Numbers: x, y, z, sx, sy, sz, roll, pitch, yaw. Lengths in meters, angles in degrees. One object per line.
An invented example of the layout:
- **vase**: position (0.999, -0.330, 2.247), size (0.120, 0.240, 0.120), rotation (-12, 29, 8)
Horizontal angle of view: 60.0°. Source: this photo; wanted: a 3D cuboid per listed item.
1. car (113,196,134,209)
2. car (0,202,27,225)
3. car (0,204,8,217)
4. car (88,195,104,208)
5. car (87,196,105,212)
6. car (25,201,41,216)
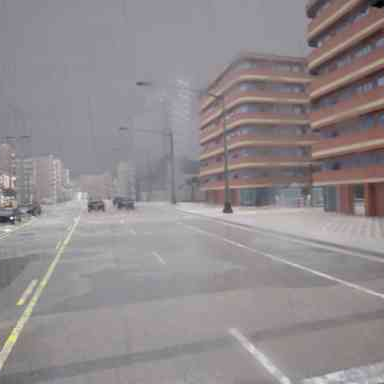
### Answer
- **car**: position (-8.654, 1.415, 43.033), size (2.128, 1.511, 4.902), rotation (-2, 1, -17)
- **car**: position (-14.931, 1.859, 26.674), size (1.994, 1.385, 4.181), rotation (-2, 1, -16)
- **car**: position (-20.996, 1.988, 34.908), size (1.895, 1.301, 4.718), rotation (-2, 1, -16)
- **car**: position (-14.324, 1.396, 49.455), size (2.097, 1.767, 4.553), rotation (-2, 0, -17)
- **car**: position (-11.352, 1.536, 39.485), size (2.128, 1.511, 4.902), rotation (-2, 1, -17)
- **car**: position (-17.756, 1.765, 36.282), size (2.128, 1.511, 4.902), rotation (-2, 1, -16)
